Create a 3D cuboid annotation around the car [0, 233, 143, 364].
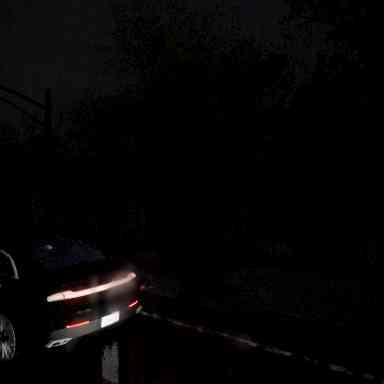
[{"bbox_3d":[-3.069,1.491,5.864,4.902,1.511,2.128,0,0,35],"label":"car"}]
